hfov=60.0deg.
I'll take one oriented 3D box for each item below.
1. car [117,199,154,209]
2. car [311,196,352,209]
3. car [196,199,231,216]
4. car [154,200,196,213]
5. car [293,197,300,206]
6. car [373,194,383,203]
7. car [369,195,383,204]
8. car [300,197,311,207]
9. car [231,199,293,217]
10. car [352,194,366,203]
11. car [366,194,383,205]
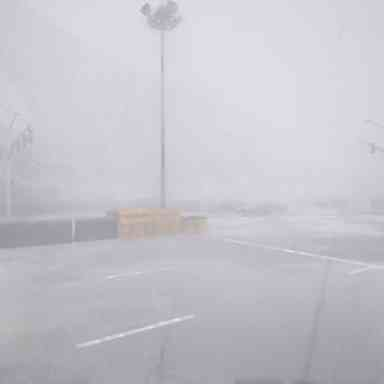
[{"bbox_3d":[-5.400,1.446,34.566,4.902,1.511,2.128,0,0,-36],"label":"car"},{"bbox_3d":[17.932,1.328,42.663,5.008,1.535,1.882,0,0,-36],"label":"car"},{"bbox_3d":[3.251,1.423,32.150,4.902,1.511,2.128,0,0,-36],"label":"car"},{"bbox_3d":[-0.761,1.489,33.582,5.357,1.411,2.033,0,0,-36],"label":"car"},{"bbox_3d":[15.920,1.440,49.829,4.718,1.301,1.895,0,0,-36],"label":"car"},{"bbox_3d":[38.099,1.245,65.610,4.902,1.511,2.128,0,0,-36],"label":"car"},{"bbox_3d":[32.694,1.266,57.458,4.892,1.490,1.837,0,0,-35],"label":"car"},{"bbox_3d":[17.926,1.345,46.960,4.892,1.490,1.837,0,0,-36],"label":"car"},{"bbox_3d":[6.406,1.474,30.105,5.357,1.411,2.033,0,0,-36],"label":"car"},{"bbox_3d":[30.358,1.112,60.081,4.553,1.767,2.097,0,0,-35],"label":"car"},{"bbox_3d":[25.375,1.299,43.684,5.008,1.535,1.882,0,0,-36],"label":"car"}]
